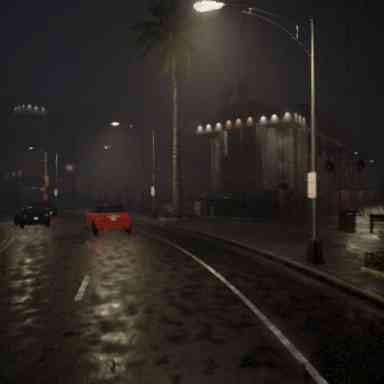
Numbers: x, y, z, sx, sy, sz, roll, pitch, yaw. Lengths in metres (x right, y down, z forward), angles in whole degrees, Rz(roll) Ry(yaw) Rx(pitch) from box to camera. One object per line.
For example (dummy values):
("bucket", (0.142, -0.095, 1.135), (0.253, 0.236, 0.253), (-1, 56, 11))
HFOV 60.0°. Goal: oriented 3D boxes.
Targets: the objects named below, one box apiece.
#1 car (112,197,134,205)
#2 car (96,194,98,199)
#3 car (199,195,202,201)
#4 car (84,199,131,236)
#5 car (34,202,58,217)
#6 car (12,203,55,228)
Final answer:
("car", (-13.544, 1.799, 65.131), (4.193, 1.474, 1.816), (-1, 0, 36))
("car", (-17.953, 1.641, 58.942), (4.553, 1.767, 2.185), (-1, 0, 36))
("car", (2.315, 1.696, 58.418), (4.674, 1.452, 2.002), (-1, 0, 36))
("car", (-5.143, 1.477, 19.861), (2.097, 1.767, 4.553), (0, 0, -25))
("car", (-15.273, 1.751, 33.472), (4.892, 1.490, 1.837), (-1, -1, 43))
("car", (-11.589, 1.744, 23.962), (1.994, 1.385, 4.181), (0, 0, -34))
